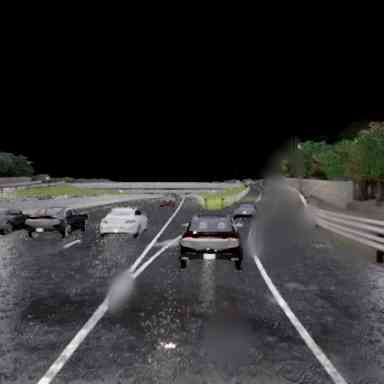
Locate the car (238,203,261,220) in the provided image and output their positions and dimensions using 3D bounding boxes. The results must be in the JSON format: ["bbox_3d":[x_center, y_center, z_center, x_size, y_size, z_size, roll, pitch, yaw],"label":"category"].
[{"bbox_3d":[5.109,1.699,30.419,1.994,1.385,4.181,0,0,17],"label":"car"}]

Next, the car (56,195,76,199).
[{"bbox_3d":[-21.217,1.454,54.615,1.882,1.535,5.008,0,1,0],"label":"car"}]

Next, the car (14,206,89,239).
[{"bbox_3d":[-6.901,1.504,17.502,2.128,1.511,4.902,0,0,0],"label":"car"}]

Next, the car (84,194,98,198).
[{"bbox_3d":[-21.332,1.233,70.283,2.097,1.767,4.553,0,0,-1],"label":"car"}]

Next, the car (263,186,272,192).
[{"bbox_3d":[19.619,-0.889,86.640,2.033,1.411,5.357,0,3,10],"label":"car"}]

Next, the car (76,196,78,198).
[{"bbox_3d":[-24.810,1.387,68.373,1.837,1.490,4.892,0,0,-1],"label":"car"}]

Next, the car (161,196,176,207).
[{"bbox_3d":[-3.653,1.351,51.816,2.097,1.767,4.553,0,0,0],"label":"car"}]

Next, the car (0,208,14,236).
[{"bbox_3d":[-10.402,1.577,18.567,1.994,1.385,4.181,0,0,0],"label":"car"}]

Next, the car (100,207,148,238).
[{"bbox_3d":[-3.500,1.539,17.570,1.812,1.442,4.674,0,0,0],"label":"car"}]

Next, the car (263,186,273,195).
[{"bbox_3d":[17.653,-0.230,76.753,2.128,1.511,4.902,0,3,11],"label":"car"}]

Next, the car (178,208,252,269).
[{"bbox_3d":[0.697,1.500,11.234,2.128,1.511,4.902,0,0,6],"label":"car"}]

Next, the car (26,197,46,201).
[{"bbox_3d":[-24.708,1.536,52.542,2.033,1.411,5.357,0,0,0],"label":"car"}]
